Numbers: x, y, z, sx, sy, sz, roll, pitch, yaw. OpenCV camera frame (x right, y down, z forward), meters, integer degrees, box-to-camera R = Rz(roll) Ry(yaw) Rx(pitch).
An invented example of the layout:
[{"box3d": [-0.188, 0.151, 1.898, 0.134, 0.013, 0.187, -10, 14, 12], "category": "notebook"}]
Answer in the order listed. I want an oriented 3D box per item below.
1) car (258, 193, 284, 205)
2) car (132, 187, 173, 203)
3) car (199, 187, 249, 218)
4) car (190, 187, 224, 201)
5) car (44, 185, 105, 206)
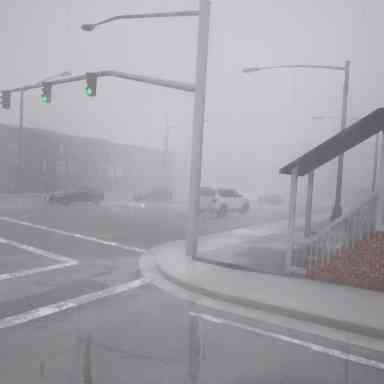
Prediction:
[{"box3d": [9.685, 0.785, 40.741, 1.994, 1.385, 4.181, 5, 3, 36], "category": "car"}, {"box3d": [-3.948, 0.241, 34.089, 1.837, 1.490, 4.892, 5, 3, 36], "category": "car"}, {"box3d": [2.177, 0.674, 24.303, 2.150, 2.045, 5.566, 5, 3, 36], "category": "car"}, {"box3d": [1.990, 0.244, 42.303, 1.837, 1.490, 4.892, 5, 3, 36], "category": "car"}, {"box3d": [-9.292, 0.225, 26.675, 2.128, 1.511, 4.902, 5, 3, 36], "category": "car"}]
